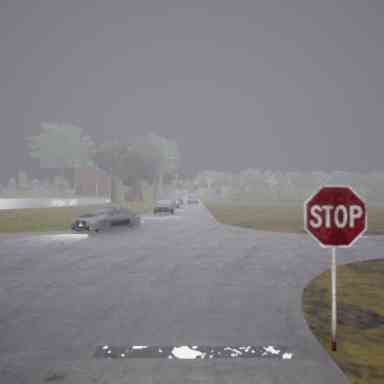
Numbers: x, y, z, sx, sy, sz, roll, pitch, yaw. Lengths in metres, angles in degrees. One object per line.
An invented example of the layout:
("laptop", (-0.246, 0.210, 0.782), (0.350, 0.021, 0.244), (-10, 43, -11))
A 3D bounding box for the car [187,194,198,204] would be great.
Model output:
("car", (0.147, 1.521, 61.158), (1.994, 1.385, 4.181), (0, 0, 0))

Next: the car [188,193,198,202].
("car", (0.171, 1.128, 71.169), (2.097, 1.767, 4.553), (0, 0, 0))

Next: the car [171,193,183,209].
("car", (-2.731, 1.330, 44.641), (2.097, 1.767, 4.553), (0, 0, 0))

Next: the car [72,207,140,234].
("car", (-4.971, 1.580, 19.685), (1.994, 1.385, 4.181), (1, 1, 31))

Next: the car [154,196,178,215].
("car", (-2.763, 1.464, 34.111), (1.882, 1.535, 5.008), (0, 0, 0))
